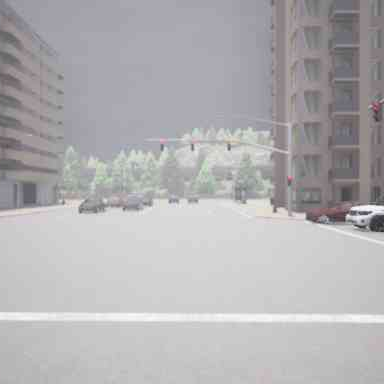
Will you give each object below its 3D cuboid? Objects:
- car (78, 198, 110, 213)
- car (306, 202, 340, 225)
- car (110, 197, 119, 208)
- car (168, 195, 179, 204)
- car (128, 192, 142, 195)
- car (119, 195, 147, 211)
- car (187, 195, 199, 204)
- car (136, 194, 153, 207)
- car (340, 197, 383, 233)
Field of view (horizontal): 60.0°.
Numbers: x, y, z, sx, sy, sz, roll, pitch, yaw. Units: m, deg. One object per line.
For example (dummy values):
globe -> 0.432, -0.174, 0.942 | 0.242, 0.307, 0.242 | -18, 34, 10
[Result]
car -> -10.472, 1.406, 35.161 | 1.837, 1.490, 4.892 | 0, 0, 0
car -> 10.383, 1.413, 22.638 | 5.008, 1.535, 1.882 | 0, 0, 5
car -> -10.434, 1.399, 44.934 | 1.812, 1.442, 4.674 | 0, 0, 0
car -> -3.303, 1.355, 60.699 | 1.812, 1.442, 4.674 | 0, 0, 0
car -> -10.303, 0.963, 60.921 | 2.150, 2.045, 5.566 | 0, 0, 0
car -> -6.945, 1.394, 39.345 | 1.837, 1.490, 4.892 | 0, 0, 0
car -> 0.197, 1.320, 60.688 | 2.128, 1.511, 4.902 | 0, 0, 0
car -> -6.898, 1.425, 49.288 | 1.994, 1.385, 4.181 | 0, 0, 1
car -> 11.797, 1.167, 18.817 | 5.566, 2.045, 2.150 | 0, 0, 1
